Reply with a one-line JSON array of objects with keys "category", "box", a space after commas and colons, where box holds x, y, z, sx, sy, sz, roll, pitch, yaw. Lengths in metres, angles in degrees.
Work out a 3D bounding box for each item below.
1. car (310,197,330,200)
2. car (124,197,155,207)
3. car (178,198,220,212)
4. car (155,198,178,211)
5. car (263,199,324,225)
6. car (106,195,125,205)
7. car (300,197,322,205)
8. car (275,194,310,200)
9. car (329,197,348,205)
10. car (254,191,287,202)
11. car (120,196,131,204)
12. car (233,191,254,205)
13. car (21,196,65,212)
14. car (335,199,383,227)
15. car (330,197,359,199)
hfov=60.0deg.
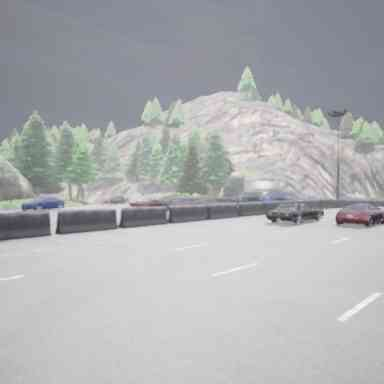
[{"category": "car", "box": [22.926, 1.586, 57.854, 5.357, 1.411, 2.033, 2, -1, -43]}, {"category": "car", "box": [-4.483, 1.347, 35.788, 4.718, 1.301, 1.895, 0, 0, -45]}, {"category": "car", "box": [1.124, 1.325, 31.487, 4.181, 1.385, 1.994, 0, 0, -45]}, {"category": "car", "box": [-1.290, 1.314, 34.022, 4.181, 1.385, 1.994, 0, 0, -45]}, {"category": "car", "box": [6.979, 1.407, 22.227, 4.718, 1.301, 1.895, -1, 1, -45]}, {"category": "car", "box": [-12.241, 1.348, 54.945, 1.837, 1.490, 4.892, -1, -1, 0]}, {"category": "car", "box": [22.213, 1.691, 62.057, 4.718, 1.301, 1.895, 2, -1, -45]}, {"category": "car", "box": [13.151, 1.277, 43.372, 4.181, 1.385, 1.994, 1, -1, -45]}, {"category": "car", "box": [31.423, 1.954, 71.169, 4.902, 1.511, 2.128, 2, -1, -45]}, {"category": "car", "box": [11.553, 0.940, 46.705, 5.566, 2.045, 2.150, 2, -1, -44]}, {"category": "car", "box": [-14.119, 1.715, 70.431, 2.033, 1.411, 5.357, -1, -1, -14]}, {"category": "car", "box": [8.302, 0.907, 48.417, 5.566, 2.045, 2.150, 1, -1, -44]}, {"category": "car", "box": [-16.005, 1.250, 35.947, 1.882, 1.535, 5.008, 0, 0, 21]}, {"category": "car", "box": [10.757, 1.372, 21.042, 4.181, 1.385, 1.994, -1, 1, -45]}, {"category": "car", "box": [25.415, 1.532, 55.427, 5.008, 1.535, 1.882, 2, -1, -44]}]
